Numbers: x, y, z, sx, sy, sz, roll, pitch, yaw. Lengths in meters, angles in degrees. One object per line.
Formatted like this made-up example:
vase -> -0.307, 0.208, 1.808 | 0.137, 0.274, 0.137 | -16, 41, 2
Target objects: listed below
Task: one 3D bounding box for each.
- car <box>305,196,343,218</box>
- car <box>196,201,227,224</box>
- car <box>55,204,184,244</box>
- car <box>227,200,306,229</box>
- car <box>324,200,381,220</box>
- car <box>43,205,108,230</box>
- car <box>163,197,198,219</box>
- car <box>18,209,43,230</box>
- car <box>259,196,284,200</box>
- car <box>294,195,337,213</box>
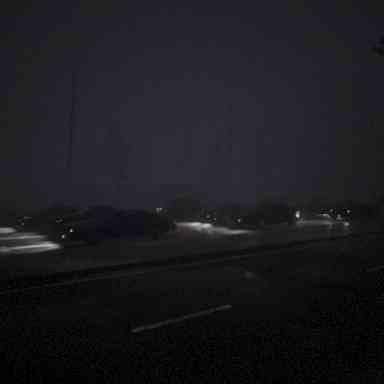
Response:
car -> 10.981, 1.432, 29.851 | 4.902, 1.511, 2.128 | 0, 0, -35
car -> 2.751, 1.505, 24.142 | 4.181, 1.385, 1.994 | 0, 0, -35
car -> -3.292, 1.500, 15.693 | 5.357, 1.411, 2.033 | 0, 0, -35
car -> 4.842, 1.457, 21.330 | 4.892, 1.490, 1.837 | 0, 0, -34
car -> 13.293, 1.552, 27.198 | 4.718, 1.301, 1.895 | 0, 0, -35
car -> -5.443, 1.468, 18.456 | 4.674, 1.442, 1.812 | 0, 0, -35
car -> -1.291, 1.283, 25.597 | 4.553, 1.767, 2.097 | 0, 0, -35
car -> -8.431, 1.496, 20.640 | 4.181, 1.385, 1.994 | 0, 0, -35
car -> 7.126, 1.282, 31.440 | 4.553, 1.767, 2.097 | 0, 0, -35
car -> 13.281, 1.203, 35.606 | 4.553, 1.767, 2.097 | 0, 0, -35
